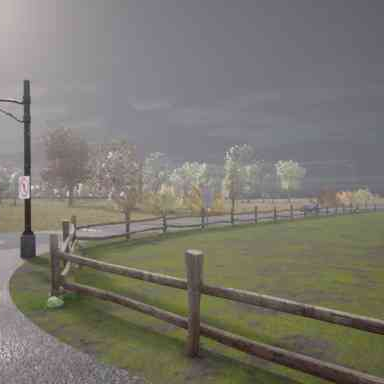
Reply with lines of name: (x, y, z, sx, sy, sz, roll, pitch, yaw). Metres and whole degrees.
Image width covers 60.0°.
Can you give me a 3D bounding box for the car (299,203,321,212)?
car: (18.928, 2.449, 52.965, 2.033, 1.411, 5.357, -1, -2, 40)
